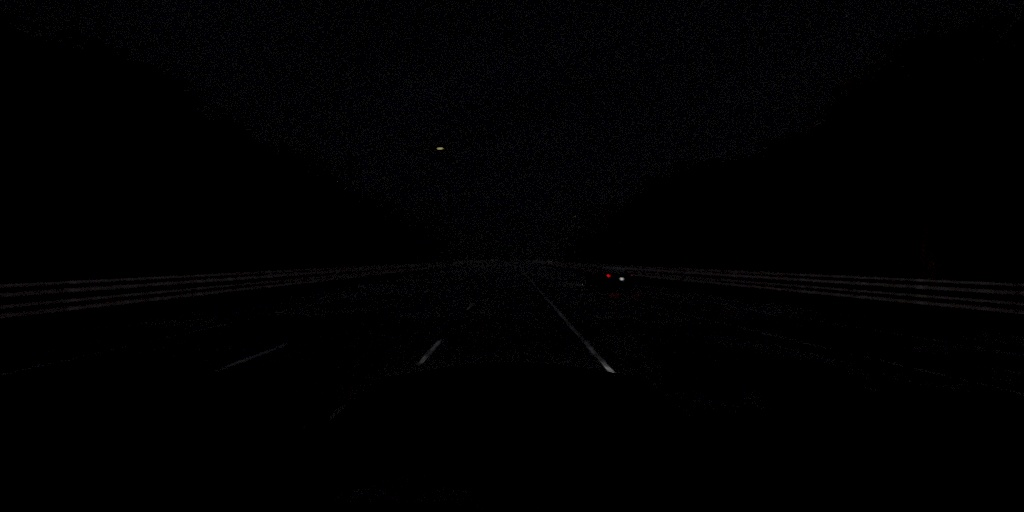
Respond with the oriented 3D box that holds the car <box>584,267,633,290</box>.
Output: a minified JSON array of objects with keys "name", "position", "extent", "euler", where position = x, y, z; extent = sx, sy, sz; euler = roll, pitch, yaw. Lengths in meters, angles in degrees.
[{"name":"car","position":[6.445,1.464,24.342],"extent":[2.163,1.488,4.792],"euler":[0,0,-8]}]
